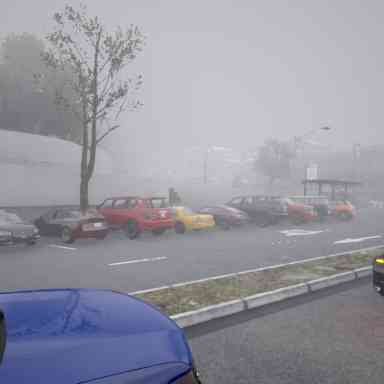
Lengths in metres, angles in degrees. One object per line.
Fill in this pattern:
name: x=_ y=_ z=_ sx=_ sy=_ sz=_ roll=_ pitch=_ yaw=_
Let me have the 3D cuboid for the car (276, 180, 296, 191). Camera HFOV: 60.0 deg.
car: x=19.304 y=-0.992 z=66.296 sx=2.231 sy=1.521 sz=4.892 roll=7 pitch=3 yaw=35

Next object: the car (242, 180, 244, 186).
car: x=12.429 y=-2.043 z=76.195 sx=2.002 sy=1.452 sz=4.674 roll=7 pitch=4 yaw=35

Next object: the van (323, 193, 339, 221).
van: x=8.826 y=1.297 z=26.216 sx=4.442 sy=1.987 sz=1.878 roll=-1 pitch=-1 yaw=35

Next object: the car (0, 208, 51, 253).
car: x=-8.468 y=1.493 z=14.171 sx=4.892 sy=1.521 sz=2.231 roll=-1 pitch=-1 yaw=35

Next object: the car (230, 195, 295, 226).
car: x=3.767 y=1.263 z=22.851 sx=5.566 sy=2.045 sz=2.435 roll=-1 pitch=-1 yaw=35

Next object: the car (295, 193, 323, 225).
car: x=6.284 y=1.267 z=24.551 sx=5.566 sy=2.045 sz=2.435 roll=-1 pitch=-1 yaw=35

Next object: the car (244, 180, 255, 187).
car: x=14.256 y=-1.811 z=73.871 sx=1.946 sy=1.575 sz=5.366 roll=7 pitch=3 yaw=35

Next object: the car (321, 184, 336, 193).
car: x=24.500 y=-0.425 z=58.900 sx=2.435 sy=2.045 sz=5.566 roll=7 pitch=3 yaw=35

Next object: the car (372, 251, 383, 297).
car: x=5.821 y=1.515 z=7.256 sx=4.892 sy=1.490 sz=1.837 roll=0 pitch=0 yaw=-35

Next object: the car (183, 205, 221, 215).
car: x=-1.273 y=1.503 z=19.476 sx=5.366 sy=1.575 sz=1.946 roll=-1 pitch=-1 yaw=35

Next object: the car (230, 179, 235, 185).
car: x=10.692 y=-2.317 z=78.661 sx=2.002 sy=1.452 sz=4.674 roll=7 pitch=3 yaw=35

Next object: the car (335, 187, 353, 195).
car: x=26.186 y=0.137 z=56.425 sx=2.002 sy=1.452 sz=4.674 roll=7 pitch=3 yaw=35

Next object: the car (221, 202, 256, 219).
car: x=1.336 y=1.549 z=21.098 sx=4.674 sy=1.452 sz=2.002 roll=-1 pitch=-1 yaw=35

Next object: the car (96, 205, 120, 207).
car: x=-6.045 y=1.524 z=15.913 sx=4.792 sy=1.488 sz=2.163 roll=-1 pitch=-1 yaw=35

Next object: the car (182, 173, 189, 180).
car: x=0.240 y=-4.085 z=93.387 sx=2.185 sy=1.767 sz=4.553 roll=4 pitch=1 yaw=34

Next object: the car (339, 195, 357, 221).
car: x=11.239 y=1.404 z=27.961 sx=4.553 sy=1.767 sz=2.185 roll=-1 pitch=-1 yaw=35

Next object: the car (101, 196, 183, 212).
car: x=-3.597 y=1.248 z=17.653 sx=5.566 sy=2.045 sz=2.435 roll=-1 pitch=-1 yaw=35

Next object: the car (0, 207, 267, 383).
car: x=-2.431 y=1.221 z=1.402 sx=5.566 sy=2.045 sz=2.150 roll=0 pitch=0 yaw=-35

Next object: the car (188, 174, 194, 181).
car: x=1.965 y=-3.850 z=90.914 sx=2.185 sy=1.767 sz=4.553 roll=6 pitch=3 yaw=34

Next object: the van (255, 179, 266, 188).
van: x=15.825 y=-1.763 z=71.137 sx=1.878 sy=1.987 sz=4.442 roll=7 pitch=4 yaw=35

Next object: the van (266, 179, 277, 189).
van: x=17.549 y=-1.490 z=68.662 sx=1.878 sy=1.987 sz=4.442 roll=7 pitch=4 yaw=35

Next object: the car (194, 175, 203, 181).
car: x=3.755 y=-3.698 z=88.444 sx=2.435 sy=2.045 sz=5.566 roll=7 pitch=3 yaw=34

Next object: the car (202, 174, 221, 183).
car: x=5.601 y=-3.176 z=86.181 sx=1.946 sy=1.575 sz=5.366 roll=7 pitch=3 yaw=34
